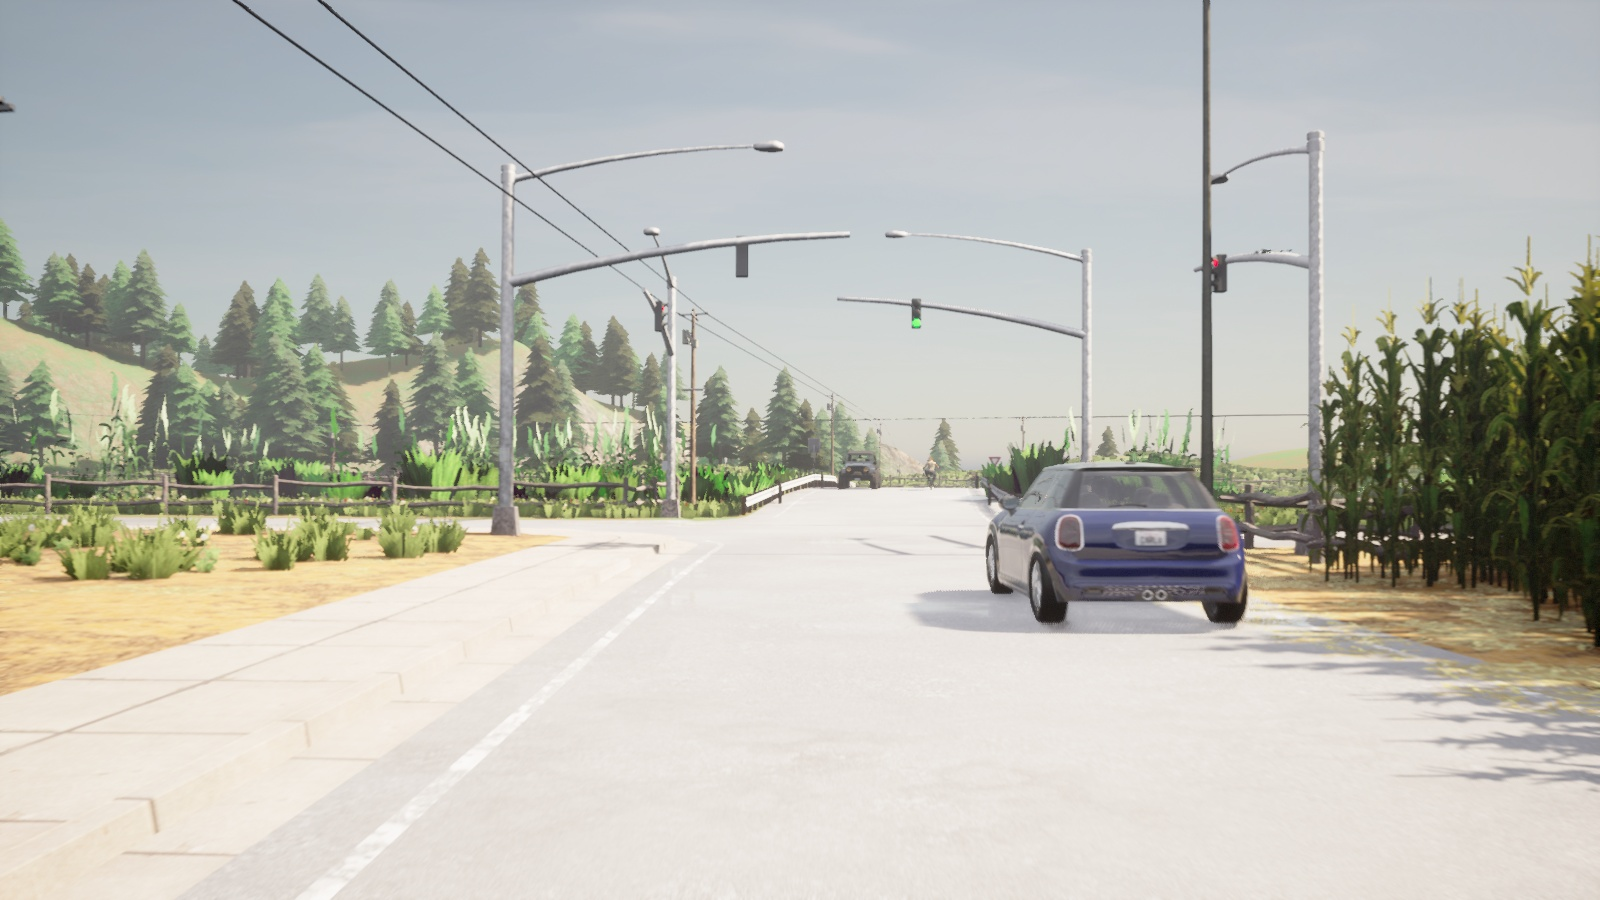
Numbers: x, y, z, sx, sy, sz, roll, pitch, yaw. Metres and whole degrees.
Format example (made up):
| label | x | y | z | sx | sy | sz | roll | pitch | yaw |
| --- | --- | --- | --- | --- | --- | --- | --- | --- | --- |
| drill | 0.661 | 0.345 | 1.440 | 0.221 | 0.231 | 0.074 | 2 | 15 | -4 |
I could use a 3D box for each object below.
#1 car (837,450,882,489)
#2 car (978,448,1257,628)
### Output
| label | x | y | z | sx | sy | sz | roll | pitch | yaw |
| --- | --- | --- | --- | --- | --- | --- | --- | --- | --- |
| car | 2.947 | 0.945 | 61.733 | 1.905 | 1.878 | 3.866 | 0 | 0 | 7 |
| car | 3.470 | 0.911 | 14.719 | 2.097 | 1.767 | 4.553 | 0 | -1 | 0 |
